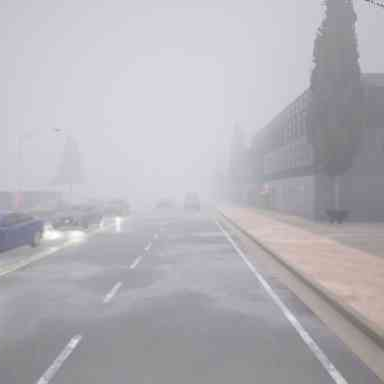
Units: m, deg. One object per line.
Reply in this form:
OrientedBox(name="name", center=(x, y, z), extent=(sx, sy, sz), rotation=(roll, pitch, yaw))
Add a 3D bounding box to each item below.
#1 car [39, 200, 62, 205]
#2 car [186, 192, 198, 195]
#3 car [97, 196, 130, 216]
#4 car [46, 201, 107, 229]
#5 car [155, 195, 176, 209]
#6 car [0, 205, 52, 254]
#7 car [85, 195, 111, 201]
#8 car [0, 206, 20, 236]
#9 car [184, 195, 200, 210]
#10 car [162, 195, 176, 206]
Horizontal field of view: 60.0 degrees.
OrientedBox(name="car", center=(-10.556, 1.369, 25.163), extent=(1.882, 1.535, 5.008), rotation=(0, 0, 0))
OrientedBox(name="car", center=(0.000, 1.003, 50.684), extent=(2.150, 2.045, 5.566), rotation=(0, 0, 0))
OrientedBox(name="car", center=(-7.012, 1.372, 30.899), extent=(1.837, 1.490, 4.892), rotation=(0, 0, 0))
OrientedBox(name="car", center=(-7.068, 1.474, 20.826), extent=(1.994, 1.385, 4.181), rotation=(0, 0, 1))
OrientedBox(name="car", center=(-3.399, 1.425, 40.894), extent=(1.895, 1.301, 4.718), rotation=(0, 0, 0))
OrientedBox(name="car", center=(-7.082, 1.426, 11.834), extent=(1.882, 1.535, 5.008), rotation=(0, 0, 0))
OrientedBox(name="car", center=(-10.500, 1.394, 35.625), extent=(2.033, 1.411, 5.357), rotation=(0, 0, 0))
OrientedBox(name="car", center=(-10.581, 1.493, 16.390), extent=(1.994, 1.385, 4.181), rotation=(0, 0, 1))
OrientedBox(name="car", center=(0.000, 1.388, 40.776), extent=(1.994, 1.385, 4.181), rotation=(0, 0, 0))
OrientedBox(name="car", center=(-3.499, 1.258, 51.085), extent=(1.882, 1.535, 5.008), rotation=(0, 0, 0))
